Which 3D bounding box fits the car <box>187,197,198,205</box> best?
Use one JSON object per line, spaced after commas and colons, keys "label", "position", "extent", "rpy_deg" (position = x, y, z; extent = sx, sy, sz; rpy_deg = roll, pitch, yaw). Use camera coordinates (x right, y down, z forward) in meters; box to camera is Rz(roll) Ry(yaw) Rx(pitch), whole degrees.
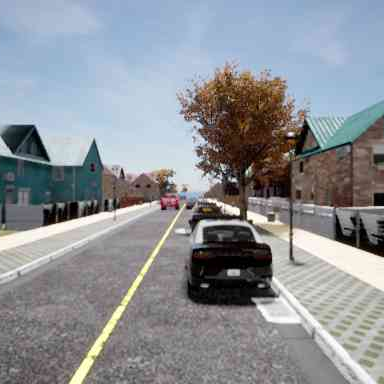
{"label": "car", "position": [0.118, 1.633, 62.058], "extent": [1.994, 1.385, 4.181], "rpy_deg": [0, 0, 0]}

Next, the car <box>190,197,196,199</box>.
{"label": "car", "position": [0.873, 1.419, 25.330], "extent": [1.801, 1.575, 5.366], "rpy_deg": [0, 0, 0]}

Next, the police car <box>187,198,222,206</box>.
{"label": "police car", "position": [0.861, 1.397, 19.250], "extent": [1.930, 1.638, 5.238], "rpy_deg": [0, 0, 0]}

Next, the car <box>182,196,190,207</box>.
{"label": "car", "position": [0.113, 1.552, 45.052], "extent": [2.033, 1.411, 5.357], "rpy_deg": [0, 0, 1]}

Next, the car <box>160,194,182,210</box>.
{"label": "car", "position": [-2.769, 1.216, 42.560], "extent": [2.150, 2.045, 5.566], "rpy_deg": [0, 0, 0]}

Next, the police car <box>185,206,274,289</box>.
{"label": "police car", "position": [0.843, 1.410, 9.250], "extent": [1.930, 1.638, 5.238], "rpy_deg": [0, 0, 0]}
